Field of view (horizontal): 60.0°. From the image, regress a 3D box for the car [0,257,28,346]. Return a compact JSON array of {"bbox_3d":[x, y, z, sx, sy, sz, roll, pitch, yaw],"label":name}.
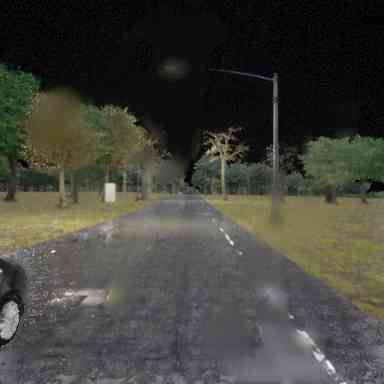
[{"bbox_3d":[-3.599,1.507,3.530,1.837,1.490,4.892,0,0,0],"label":"car"}]
